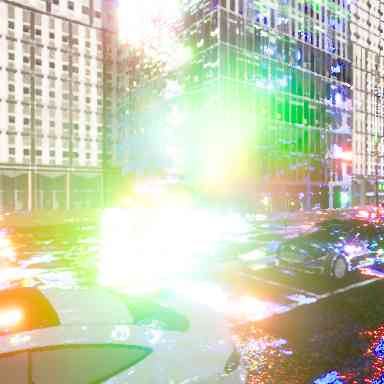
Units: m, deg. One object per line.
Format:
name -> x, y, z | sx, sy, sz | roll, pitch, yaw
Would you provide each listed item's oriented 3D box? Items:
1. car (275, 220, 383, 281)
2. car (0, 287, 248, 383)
car -> 4.252, 1.511, 9.598 | 4.403, 1.369, 2.008 | 0, 0, -36
car -> -1.663, 1.526, 2.193 | 4.674, 1.442, 1.812 | 0, 0, -36
